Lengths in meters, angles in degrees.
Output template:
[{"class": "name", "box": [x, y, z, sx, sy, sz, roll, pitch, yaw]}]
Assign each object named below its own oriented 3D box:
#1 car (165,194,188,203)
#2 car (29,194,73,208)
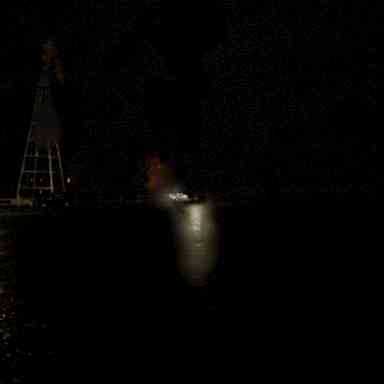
[{"class": "car", "box": [-2.490, 1.004, 55.882, 1.812, 1.442, 4.674, 2, 1, 39]}, {"class": "car", "box": [-16.142, 1.046, 38.321, 1.837, 1.490, 4.892, 2, 1, 37]}]
